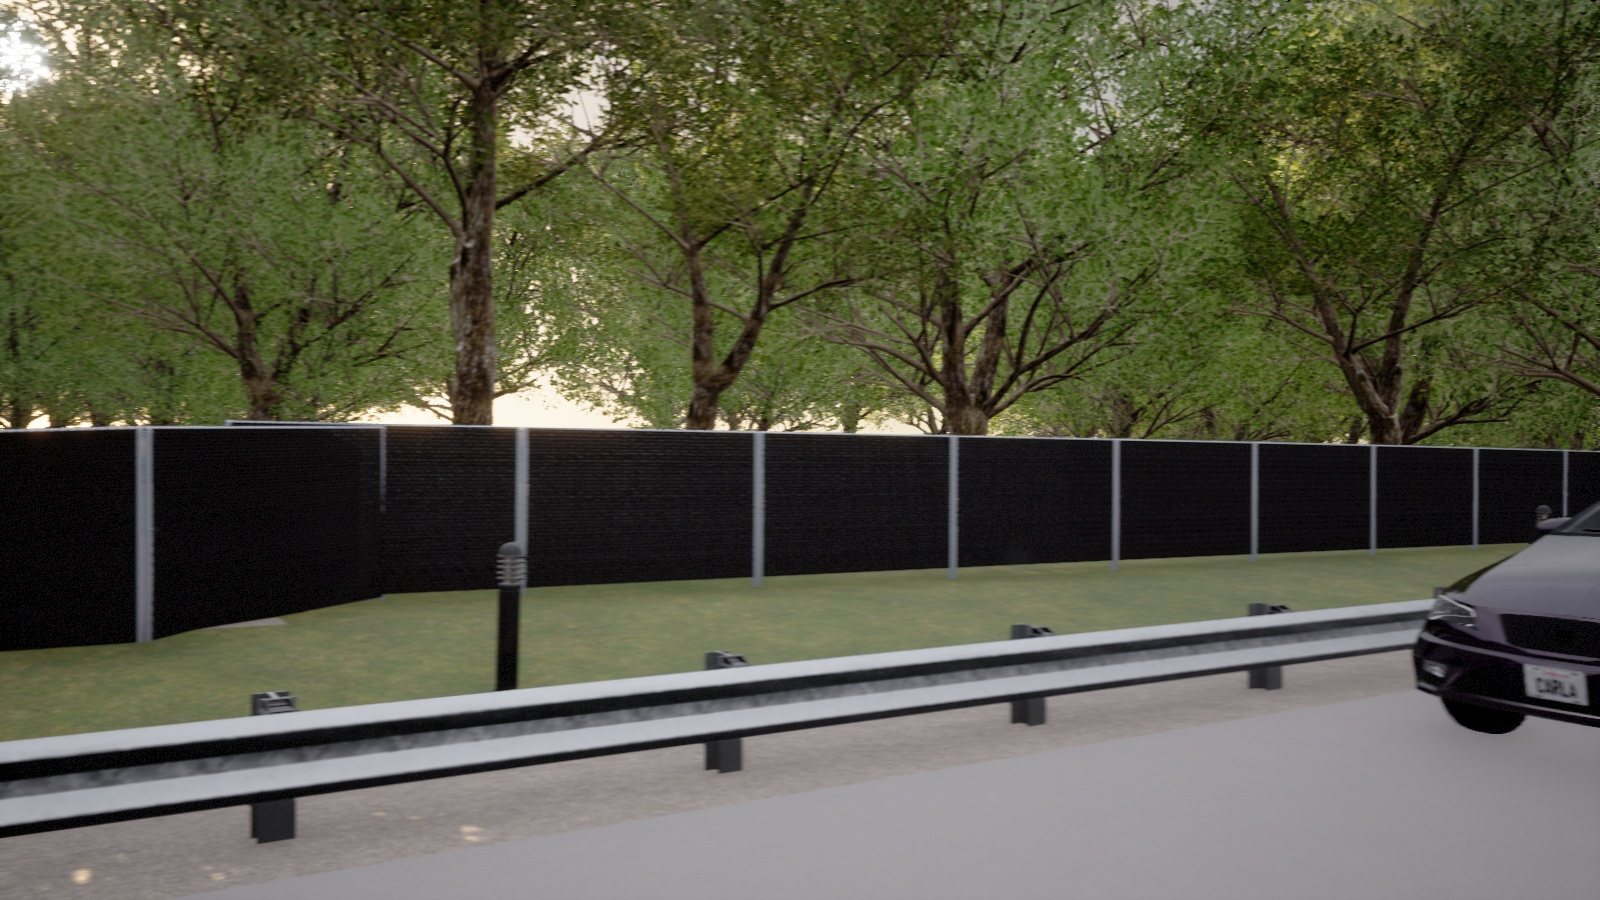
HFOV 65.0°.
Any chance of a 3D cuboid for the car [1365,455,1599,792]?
[{"bbox_3d":[5.179,0.764,6.799,4.193,1.474,1.816,0,0,-31],"label":"car"}]
